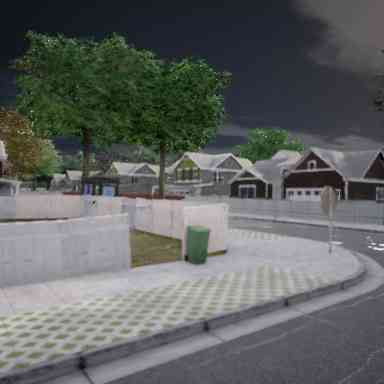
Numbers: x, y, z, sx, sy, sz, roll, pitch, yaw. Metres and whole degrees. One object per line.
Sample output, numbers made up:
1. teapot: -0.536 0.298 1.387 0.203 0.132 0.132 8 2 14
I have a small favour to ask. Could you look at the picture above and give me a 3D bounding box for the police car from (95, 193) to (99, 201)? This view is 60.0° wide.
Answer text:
1. police car: -11.730 0.889 39.454 1.930 1.638 5.238 1 0 -36
